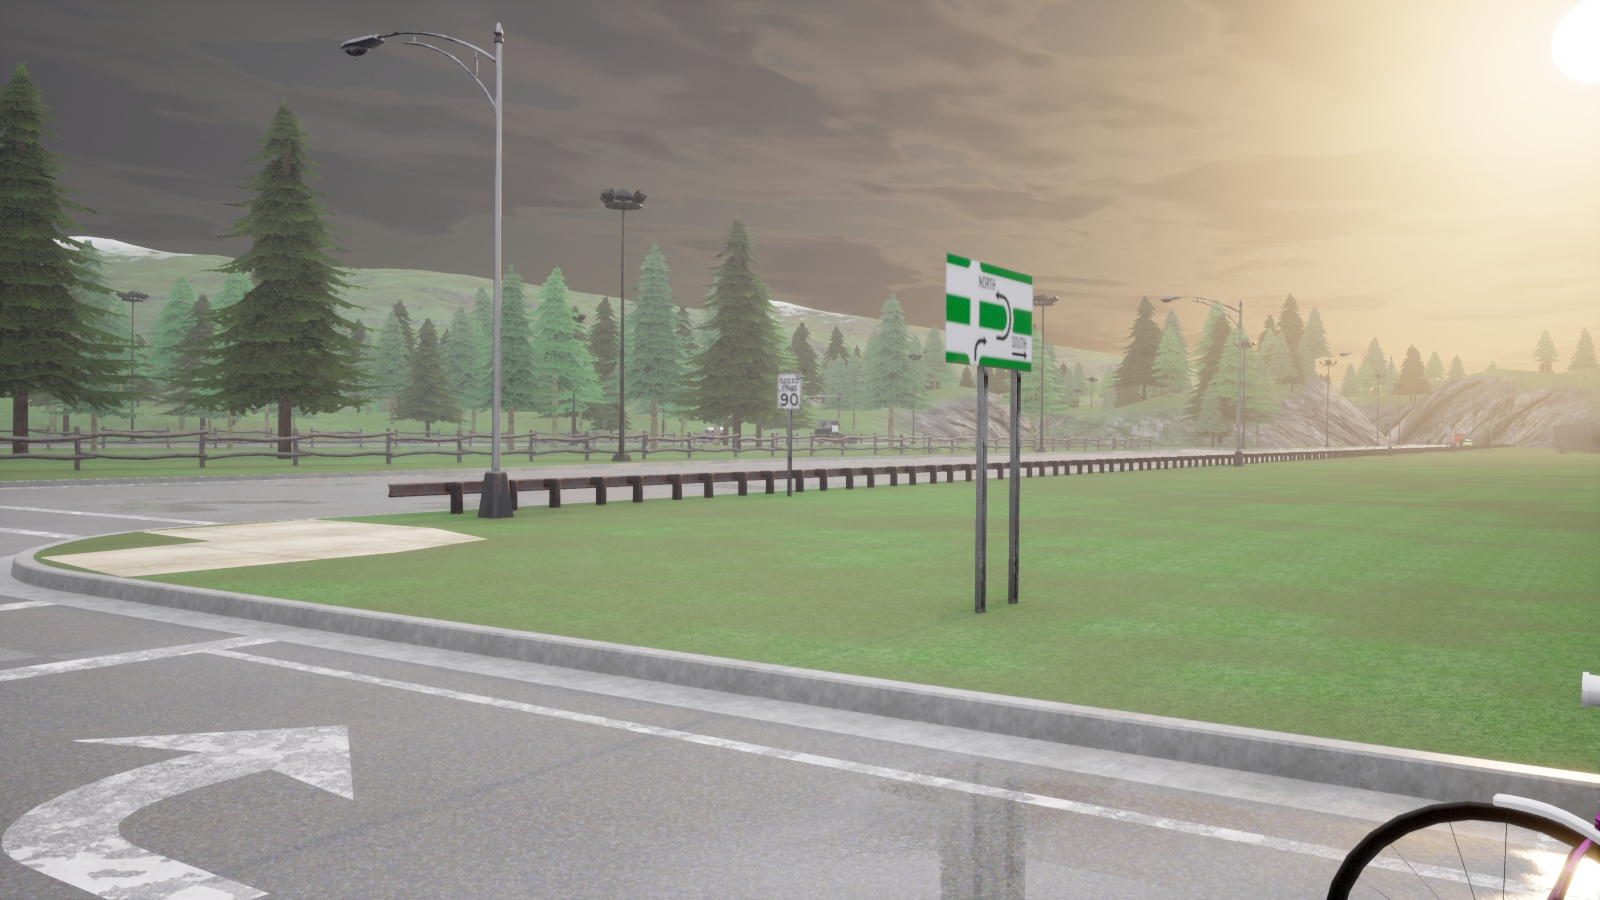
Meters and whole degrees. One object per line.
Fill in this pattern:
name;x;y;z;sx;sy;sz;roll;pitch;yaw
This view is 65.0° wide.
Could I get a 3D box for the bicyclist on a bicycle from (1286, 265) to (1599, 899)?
bicyclist on a bicycle;1.943;0.552;2.330;1.843;1.776;0.659;0;1;34
